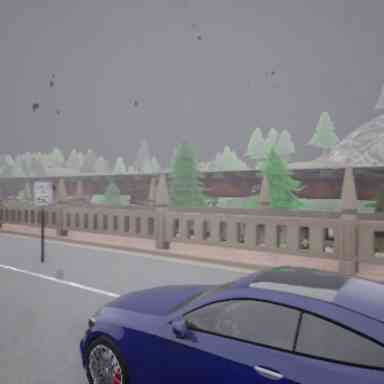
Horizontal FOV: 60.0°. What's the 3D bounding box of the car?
[{"bbox_3d":[0.855,1.523,3.356,4.674,1.442,1.812,0,0,36],"label":"car"}]
